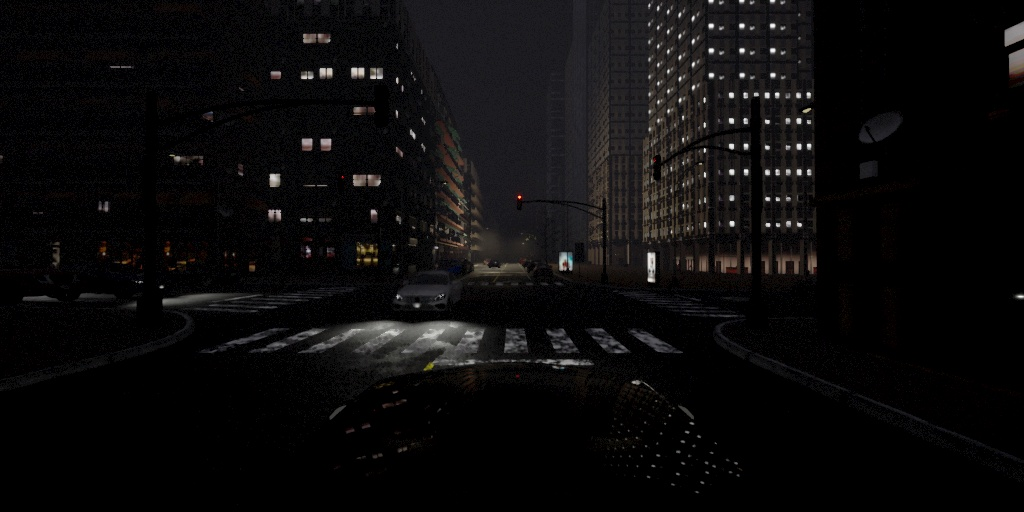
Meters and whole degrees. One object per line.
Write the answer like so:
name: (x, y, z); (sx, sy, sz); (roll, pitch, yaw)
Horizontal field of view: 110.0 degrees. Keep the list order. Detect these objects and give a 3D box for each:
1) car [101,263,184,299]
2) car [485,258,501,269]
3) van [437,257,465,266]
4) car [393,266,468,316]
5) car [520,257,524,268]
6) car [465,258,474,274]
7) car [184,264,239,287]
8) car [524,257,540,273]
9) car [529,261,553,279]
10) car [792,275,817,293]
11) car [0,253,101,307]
car: (-17.581, 1.033, 15.604); (4.674, 1.442, 1.812); (1, 0, 0)
car: (-2.858, 1.284, 57.705); (1.812, 1.442, 4.674); (0, 0, 0)
van: (-5.611, 1.102, 32.504); (1.690, 1.789, 3.998); (0, 0, 0)
car: (-2.970, 1.279, 13.564); (1.812, 1.442, 4.674); (0, 0, 0)
car: (2.840, 1.221, 60.119); (1.967, 1.591, 4.097); (0, 0, 0)
car: (-5.597, 1.079, 38.032); (2.192, 1.841, 5.009); (0, 0, 0)
car: (-18.744, 1.104, 21.363); (4.313, 1.339, 1.948); (0, 0, 0)
car: (2.798, 1.208, 43.537); (1.967, 1.591, 4.097); (0, 0, 0)
car: (2.770, 1.343, 32.481); (1.802, 1.307, 4.207); (0, 0, 0)
car: (19.444, 1.644, 21.670); (4.403, 1.370, 2.007); (0, 0, 0)
car: (-18.744, 0.784, 12.983); (5.009, 1.841, 2.192); (0, 0, 0)
